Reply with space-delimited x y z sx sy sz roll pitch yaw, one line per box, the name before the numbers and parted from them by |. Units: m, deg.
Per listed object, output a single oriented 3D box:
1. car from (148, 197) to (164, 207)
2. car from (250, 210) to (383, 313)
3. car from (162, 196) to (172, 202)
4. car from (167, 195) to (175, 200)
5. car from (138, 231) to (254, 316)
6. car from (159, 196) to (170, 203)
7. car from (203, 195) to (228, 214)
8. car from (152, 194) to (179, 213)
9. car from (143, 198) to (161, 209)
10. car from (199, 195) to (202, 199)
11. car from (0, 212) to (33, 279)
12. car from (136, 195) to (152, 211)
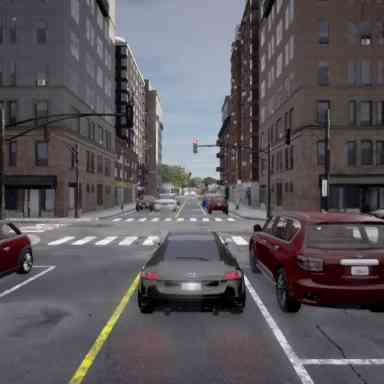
car | -5.503 1.545 51.147 2.008 1.369 4.403 0 0 0
car | 2.625 1.314 7.595 2.192 1.841 5.009 0 0 0
car | -5.532 1.535 73.162 1.887 1.381 4.507 0 0 0
car | -5.555 1.570 89.674 1.802 1.307 4.206 0 0 0
car | 0.012 1.563 7.617 1.994 1.385 4.181 0 0 1
car | -5.525 1.536 67.659 1.887 1.381 4.507 0 0 0
car | 2.641 1.312 34.651 2.192 1.841 5.009 0 0 0
car | -2.911 1.217 37.832 2.150 2.045 5.566 0 0 0
car | -5.495 1.561 45.643 1.947 1.339 4.313 0 0 0
car | 2.599 1.309 51.163 2.192 1.841 5.009 0 0 0
car | -5.400 1.440 7.581 1.967 1.590 4.097 0 0 0
car | -5.488 1.311 40.140 2.192 1.841 5.009 0 0 0
